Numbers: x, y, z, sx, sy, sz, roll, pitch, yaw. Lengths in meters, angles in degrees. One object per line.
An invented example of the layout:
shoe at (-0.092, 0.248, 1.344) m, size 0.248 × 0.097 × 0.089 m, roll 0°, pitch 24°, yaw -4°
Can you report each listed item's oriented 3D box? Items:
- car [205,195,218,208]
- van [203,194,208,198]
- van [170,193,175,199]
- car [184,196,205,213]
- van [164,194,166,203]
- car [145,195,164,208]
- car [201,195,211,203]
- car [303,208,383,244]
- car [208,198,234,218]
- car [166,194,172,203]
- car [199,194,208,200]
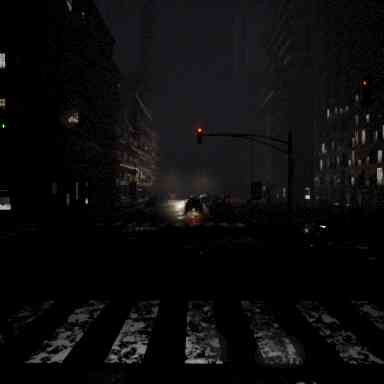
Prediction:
car at (2.756, 1.410, 35.669) m, size 1.967 × 1.590 × 4.097 m, roll -1°, pitch 0°, yaw 0°
van at (2.791, 1.295, 46.961) m, size 1.690 × 1.788 × 3.998 m, roll -1°, pitch 0°, yaw 0°
van at (-5.466, 1.242, 75.186) m, size 1.690 × 1.788 × 3.998 m, roll -1°, pitch 0°, yaw 0°
car at (0.201, 1.474, 35.954) m, size 1.837 × 1.490 × 4.892 m, roll 0°, pitch 0°, yaw 0°
van at (-5.539, 1.286, 52.601) m, size 1.690 × 1.788 × 3.998 m, roll -1°, pitch 0°, yaw 0°
car at (-5.553, 1.520, 46.955) m, size 1.947 × 1.339 × 4.313 m, roll -1°, pitch 0°, yaw 0°
car at (2.871, 1.353, 69.544) m, size 1.967 × 1.590 × 4.097 m, roll -1°, pitch 0°, yaw 0°
car at (7.671, 1.504, 15.317) m, size 4.902 × 1.511 × 2.128 m, roll 1°, pitch 1°, yaw -5°
car at (2.740, 1.522, 30.024) m, size 1.887 × 1.381 × 4.507 m, roll -1°, pitch 0°, yaw 0°
car at (-5.500, 1.470, 63.892) m, size 1.887 × 1.381 × 4.507 m, roll -1°, pitch 0°, yaw 0°
car at (2.956, 1.313, 86.482) m, size 1.967 × 1.590 × 4.097 m, roll -1°, pitch 0°, yaw 0°
